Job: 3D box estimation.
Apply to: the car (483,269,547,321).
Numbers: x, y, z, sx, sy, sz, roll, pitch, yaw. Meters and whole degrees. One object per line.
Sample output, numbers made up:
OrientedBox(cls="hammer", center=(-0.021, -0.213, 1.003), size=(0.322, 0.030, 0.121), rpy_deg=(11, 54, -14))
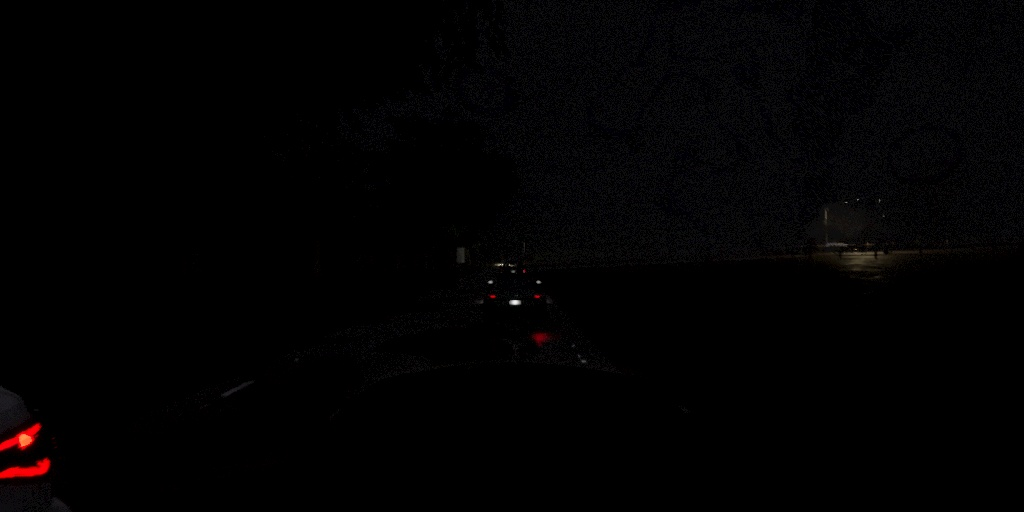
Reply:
OrientedBox(cls="car", center=(0.090, 1.322, 12.422), size=(1.994, 1.385, 4.181), rpy_deg=(0, 0, 0))

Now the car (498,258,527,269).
OrientedBox(cls="car", center=(0.086, 1.135, 27.345), size=(2.097, 1.767, 4.553), rpy_deg=(0, 0, 0))
